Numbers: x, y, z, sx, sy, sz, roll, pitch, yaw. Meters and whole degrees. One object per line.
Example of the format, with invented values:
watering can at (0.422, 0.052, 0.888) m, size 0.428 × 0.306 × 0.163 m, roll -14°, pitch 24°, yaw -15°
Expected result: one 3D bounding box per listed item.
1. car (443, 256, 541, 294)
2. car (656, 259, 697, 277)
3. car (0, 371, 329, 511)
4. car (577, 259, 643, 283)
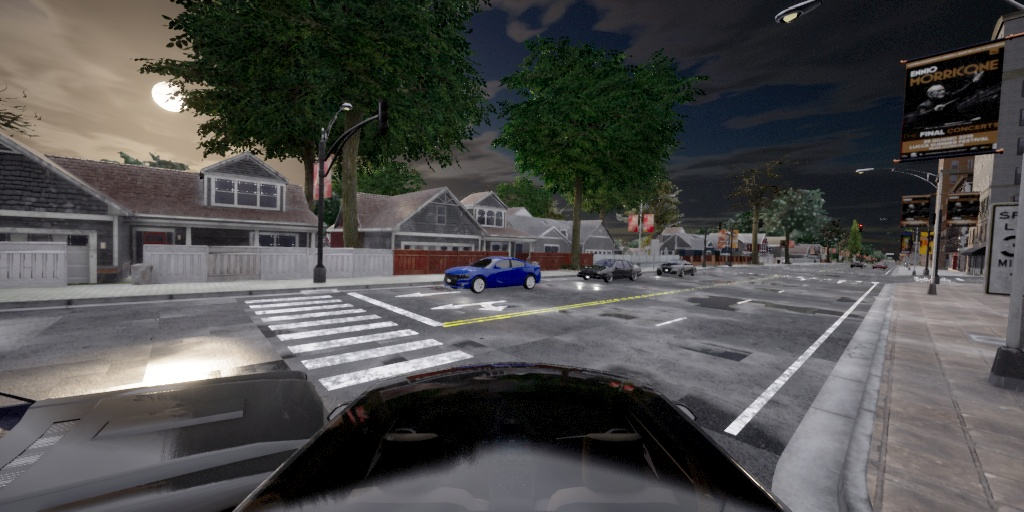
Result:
car at (-0.788, 0.769, 16.656) m, size 5.008 × 1.535 × 1.882 m, roll 0°, pitch 3°, yaw -43°
car at (13.880, 0.977, 30.174) m, size 4.181 × 1.385 × 1.994 m, roll 0°, pitch 3°, yaw -43°
car at (-3.322, 1.280, 1.524) m, size 4.718 × 1.301 × 1.895 m, roll 1°, pitch 2°, yaw -33°
car at (6.530, 0.898, 23.415) m, size 5.357 × 1.411 × 2.033 m, roll 0°, pitch 3°, yaw -43°
